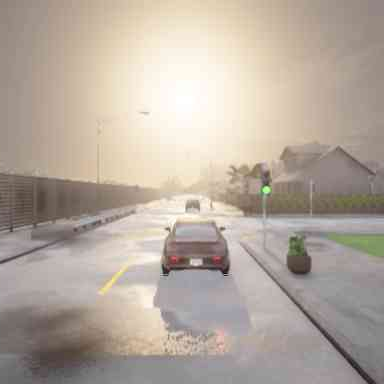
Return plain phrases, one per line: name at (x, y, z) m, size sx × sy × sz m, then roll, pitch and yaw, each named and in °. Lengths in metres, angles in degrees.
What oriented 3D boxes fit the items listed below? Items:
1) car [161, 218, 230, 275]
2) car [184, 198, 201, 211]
car at (0.099, 1.533, 10.368) m, size 1.812 × 1.442 × 4.674 m, roll 0°, pitch 0°, yaw 0°
car at (0.110, 1.538, 42.042) m, size 1.837 × 1.490 × 4.892 m, roll 0°, pitch 1°, yaw 0°
